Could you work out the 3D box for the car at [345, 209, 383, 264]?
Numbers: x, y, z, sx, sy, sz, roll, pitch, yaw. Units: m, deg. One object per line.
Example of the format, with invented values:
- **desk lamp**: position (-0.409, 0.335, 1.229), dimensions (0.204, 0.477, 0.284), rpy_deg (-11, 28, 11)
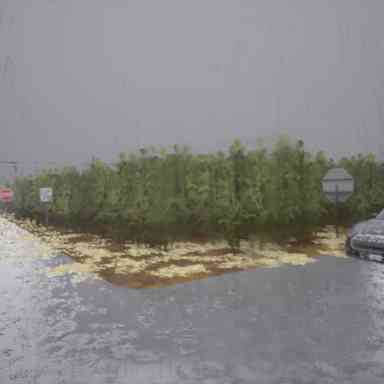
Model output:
- **car**: position (6.525, 1.034, 9.721), dimensions (4.553, 1.767, 2.097), rpy_deg (-1, 0, -34)
